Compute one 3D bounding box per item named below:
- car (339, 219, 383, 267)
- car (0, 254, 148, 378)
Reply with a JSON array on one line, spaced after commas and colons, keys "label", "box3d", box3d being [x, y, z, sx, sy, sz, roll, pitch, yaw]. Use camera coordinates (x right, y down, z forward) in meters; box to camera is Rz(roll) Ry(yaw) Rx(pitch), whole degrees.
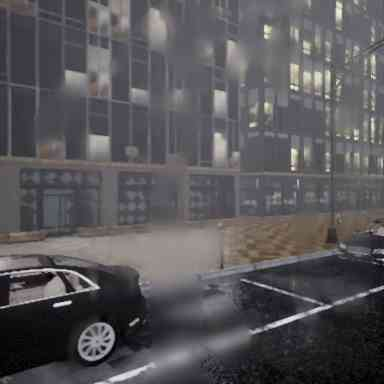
[{"label": "car", "box3d": [6.485, 1.548, 10.682, 4.403, 1.369, 2.008, 0, 0, -35]}, {"label": "car", "box3d": [-2.699, 1.550, 4.175, 4.403, 1.369, 2.008, 0, 0, -36]}]
